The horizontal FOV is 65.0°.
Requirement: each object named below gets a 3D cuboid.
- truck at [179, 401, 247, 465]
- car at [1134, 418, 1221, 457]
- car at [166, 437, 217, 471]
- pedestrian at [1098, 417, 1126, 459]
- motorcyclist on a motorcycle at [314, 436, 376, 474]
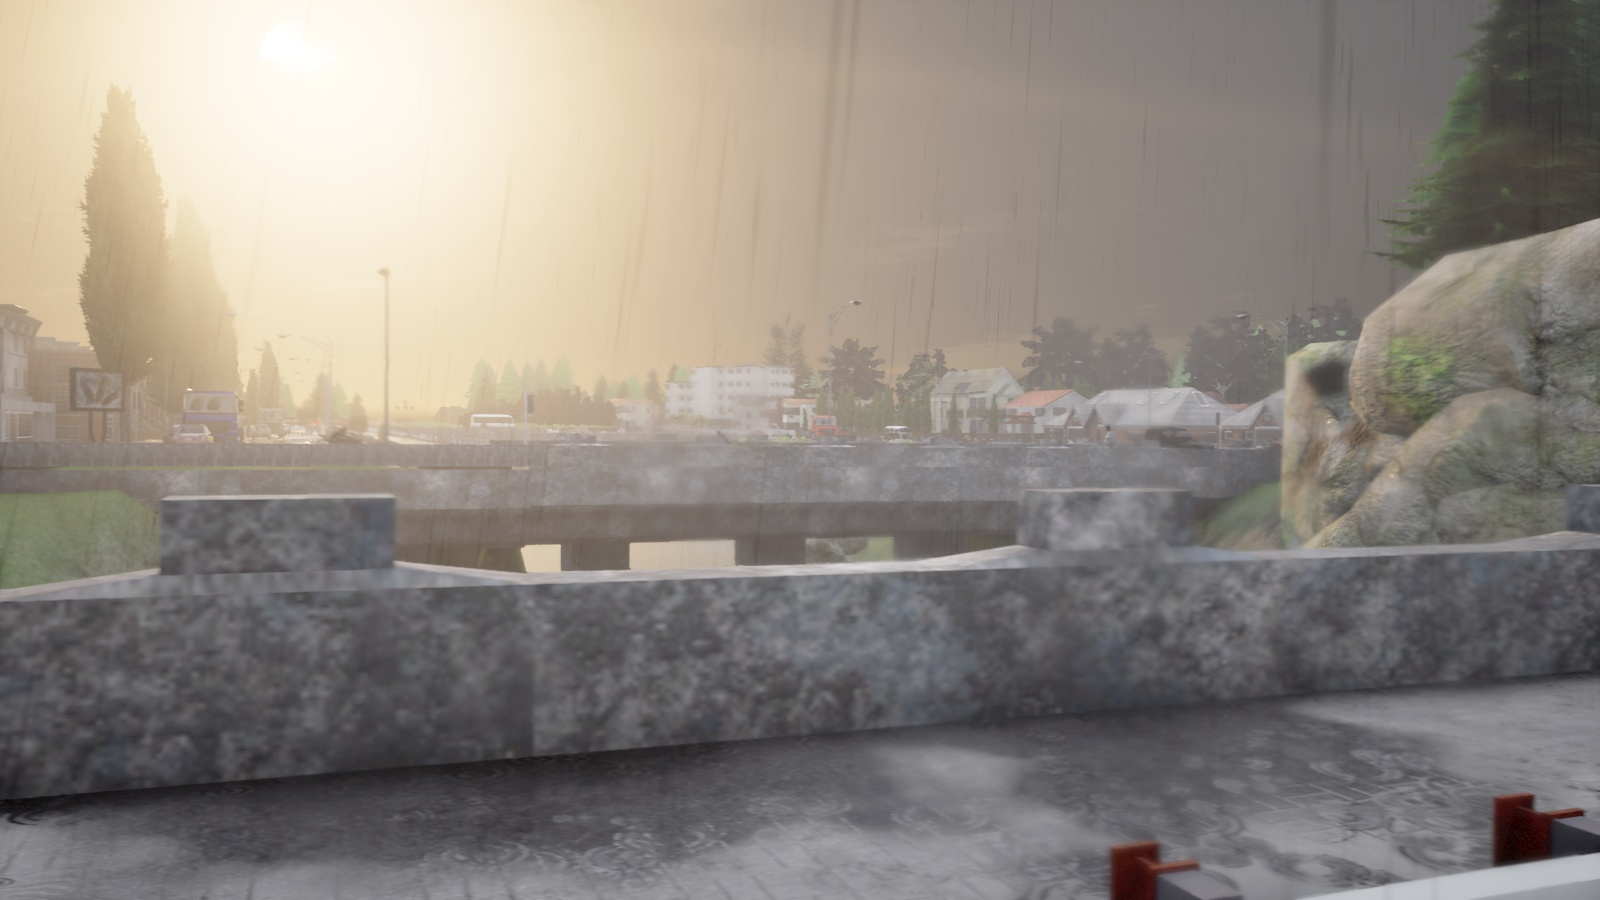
[{"bbox_3d":[-33.522,-0.992,71.958,2.891,3.462,7.936,-1,1,-21],"label":"truck"},{"bbox_3d":[19.230,-0.655,63.997,3.866,1.878,1.905,-1,1,-21],"label":"car"},{"bbox_3d":[-28.791,0.154,59.538,1.845,1.501,3.633,-1,1,-21],"label":"car"},{"bbox_3d":[13.991,-0.560,56.336,0.900,1.855,0.874,-1,1,-20],"label":"pedestrian"},{"bbox_3d":[-18.433,0.204,50.901,2.191,1.530,0.866,-1,0,6],"label":"motorcyclist on a motorcycle"}]
